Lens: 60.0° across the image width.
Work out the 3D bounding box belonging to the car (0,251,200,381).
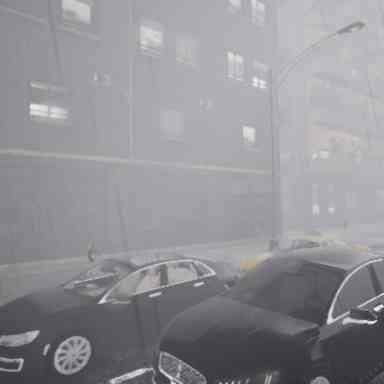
[{"bbox_3d":[-1.010,1.794,5.805,4.403,1.369,2.008,0,-2,-38],"label":"car"}]

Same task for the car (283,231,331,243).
[{"bbox_3d":[3.230,1.783,9.145,4.829,1.417,1.752,0,-2,-38],"label":"car"}]

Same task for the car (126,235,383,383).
[{"bbox_3d":[1.753,1.643,4.703,4.892,1.490,1.837,0,-2,-38],"label":"car"}]
